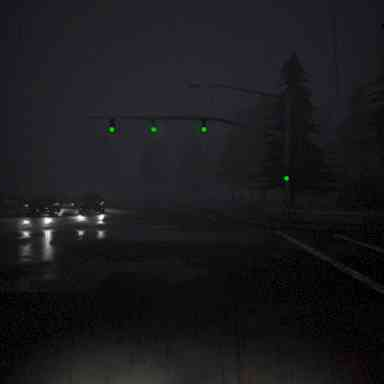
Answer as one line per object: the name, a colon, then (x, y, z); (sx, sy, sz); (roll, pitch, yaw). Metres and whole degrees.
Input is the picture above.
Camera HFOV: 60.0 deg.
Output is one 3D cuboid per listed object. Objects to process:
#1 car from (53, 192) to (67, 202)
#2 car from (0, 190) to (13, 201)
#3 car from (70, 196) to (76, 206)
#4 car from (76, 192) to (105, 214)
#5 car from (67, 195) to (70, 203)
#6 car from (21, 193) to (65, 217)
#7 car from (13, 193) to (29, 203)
car: (-14.762, 0.998, 34.882); (1.994, 1.385, 4.181); (0, 1, -30)
car: (-31.020, 0.467, 54.645); (4.553, 1.767, 2.097); (1, 1, 24)
car: (-12.031, 1.002, 37.247); (1.895, 1.301, 4.718); (0, 1, -29)
car: (-8.716, 0.883, 28.889); (2.097, 1.767, 4.553); (0, 1, -17)
car: (-18.135, 0.747, 45.529); (1.882, 1.535, 5.008); (-1, 2, -45)
car: (-11.716, 1.068, 26.507); (1.837, 1.490, 4.892); (0, 1, -12)
car: (-21.519, 0.853, 43.980); (4.181, 1.385, 1.994); (1, 1, 43)
